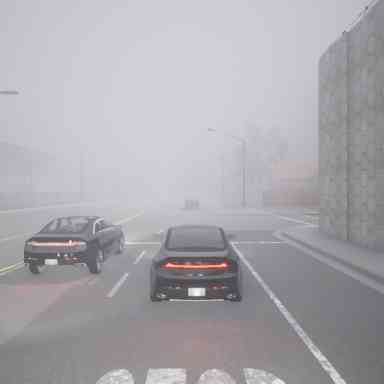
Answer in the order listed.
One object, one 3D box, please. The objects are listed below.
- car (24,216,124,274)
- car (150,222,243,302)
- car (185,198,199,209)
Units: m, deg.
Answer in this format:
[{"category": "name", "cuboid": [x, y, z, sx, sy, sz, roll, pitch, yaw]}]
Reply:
[{"category": "car", "cuboid": [-3.430, 1.492, 10.520, 2.128, 1.511, 4.902, 0, 0, 0]}, {"category": "car", "cuboid": [0.078, 1.505, 8.252, 1.837, 1.490, 4.892, 0, 0, 0]}, {"category": "car", "cuboid": [-0.026, 1.491, 44.231, 2.128, 1.511, 4.902, 0, 0, 0]}]
